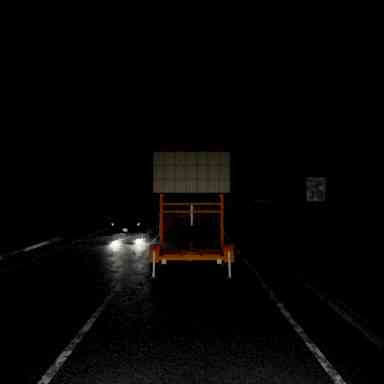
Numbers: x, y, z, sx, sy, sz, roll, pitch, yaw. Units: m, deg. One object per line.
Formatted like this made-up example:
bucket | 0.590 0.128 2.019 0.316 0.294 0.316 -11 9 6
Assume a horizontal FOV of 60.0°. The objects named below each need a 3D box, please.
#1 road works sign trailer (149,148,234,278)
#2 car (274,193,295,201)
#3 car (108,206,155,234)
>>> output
road works sign trailer | -0.011 0.467 10.114 2.380 3.560 2.880 0 0 0
car | 19.095 1.050 68.536 5.008 1.535 1.882 -2 0 -32
car | -3.359 1.553 19.641 2.033 1.411 5.357 0 0 1
